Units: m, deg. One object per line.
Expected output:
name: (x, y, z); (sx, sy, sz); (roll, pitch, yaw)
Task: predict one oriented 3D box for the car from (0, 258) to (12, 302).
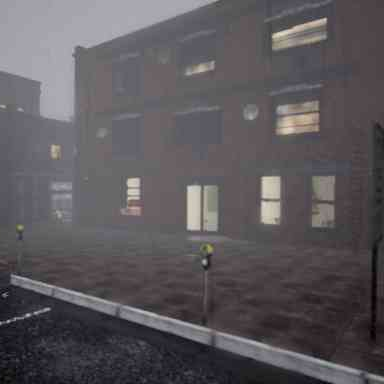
car: (-5.399, 1.554, 6.805); (4.403, 1.369, 2.008); (0, 1, 35)
